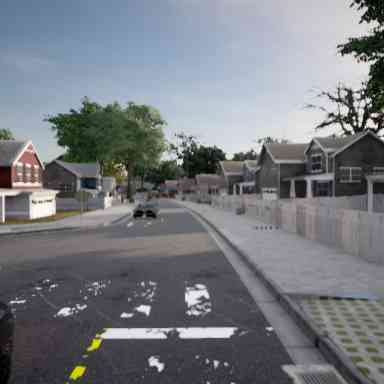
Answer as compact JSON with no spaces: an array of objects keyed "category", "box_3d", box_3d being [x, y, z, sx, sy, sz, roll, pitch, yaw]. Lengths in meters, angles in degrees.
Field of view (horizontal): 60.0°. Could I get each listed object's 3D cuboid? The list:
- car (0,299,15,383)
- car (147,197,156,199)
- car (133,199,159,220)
[{"category":"car","box_3d":[-2.783,1.512,1.624,1.837,1.490,4.892,0,0,-1]},{"category":"car","box_3d":[-6.300,1.501,52.061,1.837,1.490,4.892,0,0,-7]},{"category":"car","box_3d":[-3.830,1.551,27.869,1.895,1.301,4.718,0,0,-4]}]
